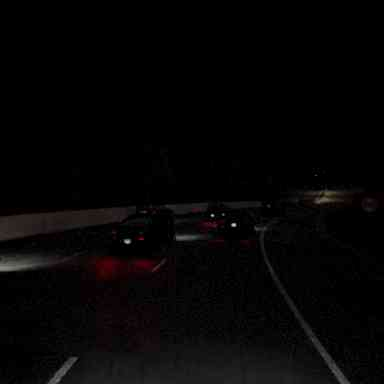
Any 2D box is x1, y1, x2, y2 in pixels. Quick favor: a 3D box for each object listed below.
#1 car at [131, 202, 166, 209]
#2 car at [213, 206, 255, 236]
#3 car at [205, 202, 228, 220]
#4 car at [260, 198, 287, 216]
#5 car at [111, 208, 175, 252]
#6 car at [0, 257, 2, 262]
[{"bbox_3d":[-2.922,1.608,26.044,2.097,1.767,4.553,0,-1,16],"label":"car"},{"bbox_3d":[2.734,1.792,20.161,1.994,1.385,4.181,0,-1,13],"label":"car"},{"bbox_3d":[2.655,1.853,31.797,1.837,1.490,4.892,0,-1,20],"label":"car"},{"bbox_3d":[9.643,1.689,39.133,2.150,2.045,5.566,0,-1,26],"label":"car"},{"bbox_3d":[-2.015,1.668,14.590,1.812,1.442,4.674,0,-1,9],"label":"car"},{"bbox_3d":[-6.533,1.584,7.029,2.033,1.411,5.357,0,-1,5],"label":"car"}]
